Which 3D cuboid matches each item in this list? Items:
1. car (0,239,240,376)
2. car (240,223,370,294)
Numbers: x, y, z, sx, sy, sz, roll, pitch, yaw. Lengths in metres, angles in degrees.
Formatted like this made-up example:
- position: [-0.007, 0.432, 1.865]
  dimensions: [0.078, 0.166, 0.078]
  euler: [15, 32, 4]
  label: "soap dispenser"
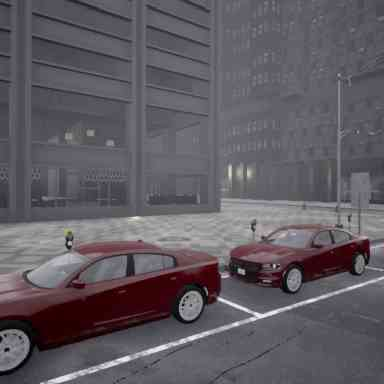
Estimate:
- position: [-1.550, 1.545, 5.565]
  dimensions: [4.507, 1.381, 1.887]
  euler: [0, 0, -36]
  label: "car"
- position: [2.937, 1.545, 8.789]
  dimensions: [4.507, 1.381, 1.887]
  euler: [0, 0, -36]
  label: "car"
